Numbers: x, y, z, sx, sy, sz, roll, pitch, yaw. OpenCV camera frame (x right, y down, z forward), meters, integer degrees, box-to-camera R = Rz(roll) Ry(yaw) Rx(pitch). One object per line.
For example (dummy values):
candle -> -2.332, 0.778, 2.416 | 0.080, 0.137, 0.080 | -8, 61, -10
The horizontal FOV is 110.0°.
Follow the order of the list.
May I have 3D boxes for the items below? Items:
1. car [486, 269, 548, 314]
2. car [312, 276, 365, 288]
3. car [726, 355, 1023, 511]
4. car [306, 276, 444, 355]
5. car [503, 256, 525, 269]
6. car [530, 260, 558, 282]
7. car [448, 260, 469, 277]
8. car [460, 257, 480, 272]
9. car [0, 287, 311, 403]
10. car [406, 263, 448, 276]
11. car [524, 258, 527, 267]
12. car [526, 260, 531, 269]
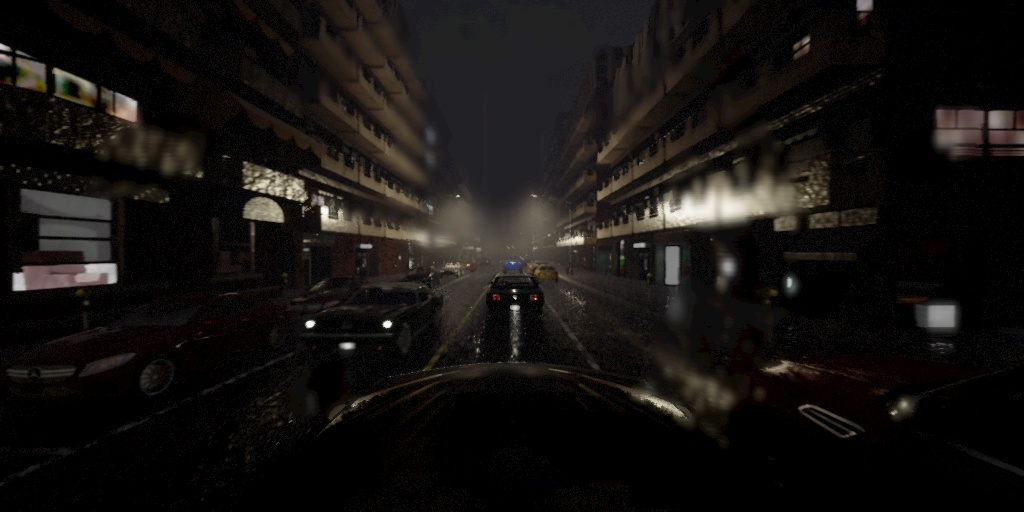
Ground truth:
car -> 0.102, 1.351, 13.654 | 1.895, 1.301, 4.718 | 0, 0, 0
car -> -5.690, 1.333, 11.945 | 1.802, 1.307, 4.207 | 0, 0, 0
car -> 2.689, 1.065, 0.711 | 2.192, 1.841, 5.009 | 0, 0, 0
car -> -3.028, 1.352, 8.824 | 1.895, 1.301, 4.718 | 0, 0, 0
car -> 0.107, 0.974, 43.165 | 2.150, 2.045, 5.566 | 0, 0, 0
car -> 2.694, 1.276, 28.891 | 1.751, 1.417, 4.829 | 0, 0, 0
car -> -5.686, 1.302, 34.354 | 2.007, 1.370, 4.403 | 0, 0, 0
car -> -5.684, 1.068, 45.558 | 2.192, 1.841, 5.009 | 0, 0, 0
car -> -5.691, 1.333, 6.343 | 1.802, 1.307, 4.207 | 0, 0, 0
car -> -5.688, 1.302, 23.150 | 2.007, 1.370, 4.403 | 0, 0, 0
car -> 2.696, 1.191, 39.925 | 1.967, 1.591, 4.097 | 0, 0, 0
car -> 2.695, 1.317, 34.323 | 1.948, 1.339, 4.313 | 0, 0, 0
